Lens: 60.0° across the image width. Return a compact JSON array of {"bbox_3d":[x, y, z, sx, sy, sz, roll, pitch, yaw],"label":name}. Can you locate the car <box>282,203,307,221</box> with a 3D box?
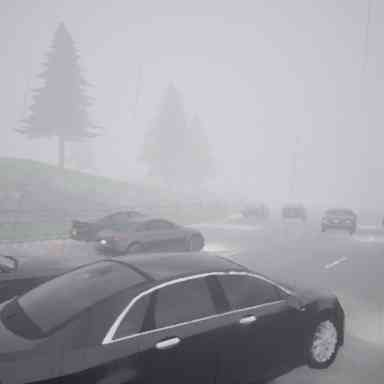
[{"bbox_3d":[9.182,1.714,29.742,1.882,1.535,5.008,0,0,21],"label":"car"}]

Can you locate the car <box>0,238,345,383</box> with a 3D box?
[{"bbox_3d":[0.001,1.527,4.090,4.892,1.490,1.837,1,0,-38],"label":"car"}]

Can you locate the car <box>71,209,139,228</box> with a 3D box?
[{"bbox_3d":[-3.122,1.550,15.481,1.882,1.535,5.008,0,0,45],"label":"car"}]

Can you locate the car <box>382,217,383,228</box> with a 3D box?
[{"bbox_3d":[13.472,1.777,21.298,1.994,1.385,4.181,0,0,26],"label":"car"}]

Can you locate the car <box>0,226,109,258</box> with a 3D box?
[{"bbox_3d":[-4.004,1.532,5.455,4.674,1.442,1.812,1,0,-36],"label":"car"}]

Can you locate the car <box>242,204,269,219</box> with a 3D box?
[{"bbox_3d":[6.122,1.828,31.362,1.895,1.301,4.718,0,0,20],"label":"car"}]

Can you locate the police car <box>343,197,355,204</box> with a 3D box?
[{"bbox_3d":[40.655,2.198,85.423,1.930,1.638,5.238,0,0,19],"label":"police car"}]

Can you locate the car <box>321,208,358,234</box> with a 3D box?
[{"bbox_3d":[9.286,1.732,20.925,2.033,1.411,5.357,0,0,28],"label":"car"}]

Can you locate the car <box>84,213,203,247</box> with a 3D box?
[{"bbox_3d":[-1.475,1.627,12.287,4.181,1.385,1.994,1,0,-44],"label":"car"}]
